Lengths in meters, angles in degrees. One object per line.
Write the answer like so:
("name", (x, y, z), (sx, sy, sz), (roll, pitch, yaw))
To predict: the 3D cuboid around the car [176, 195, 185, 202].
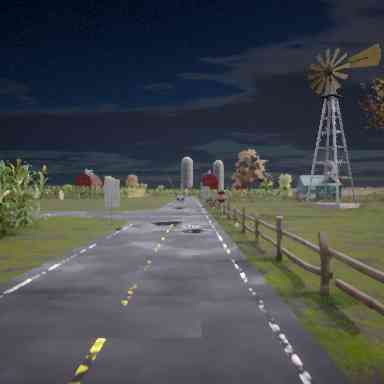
("car", (-2.750, 1.478, 79.874), (1.882, 1.535, 5.008), (0, 0, 0))
